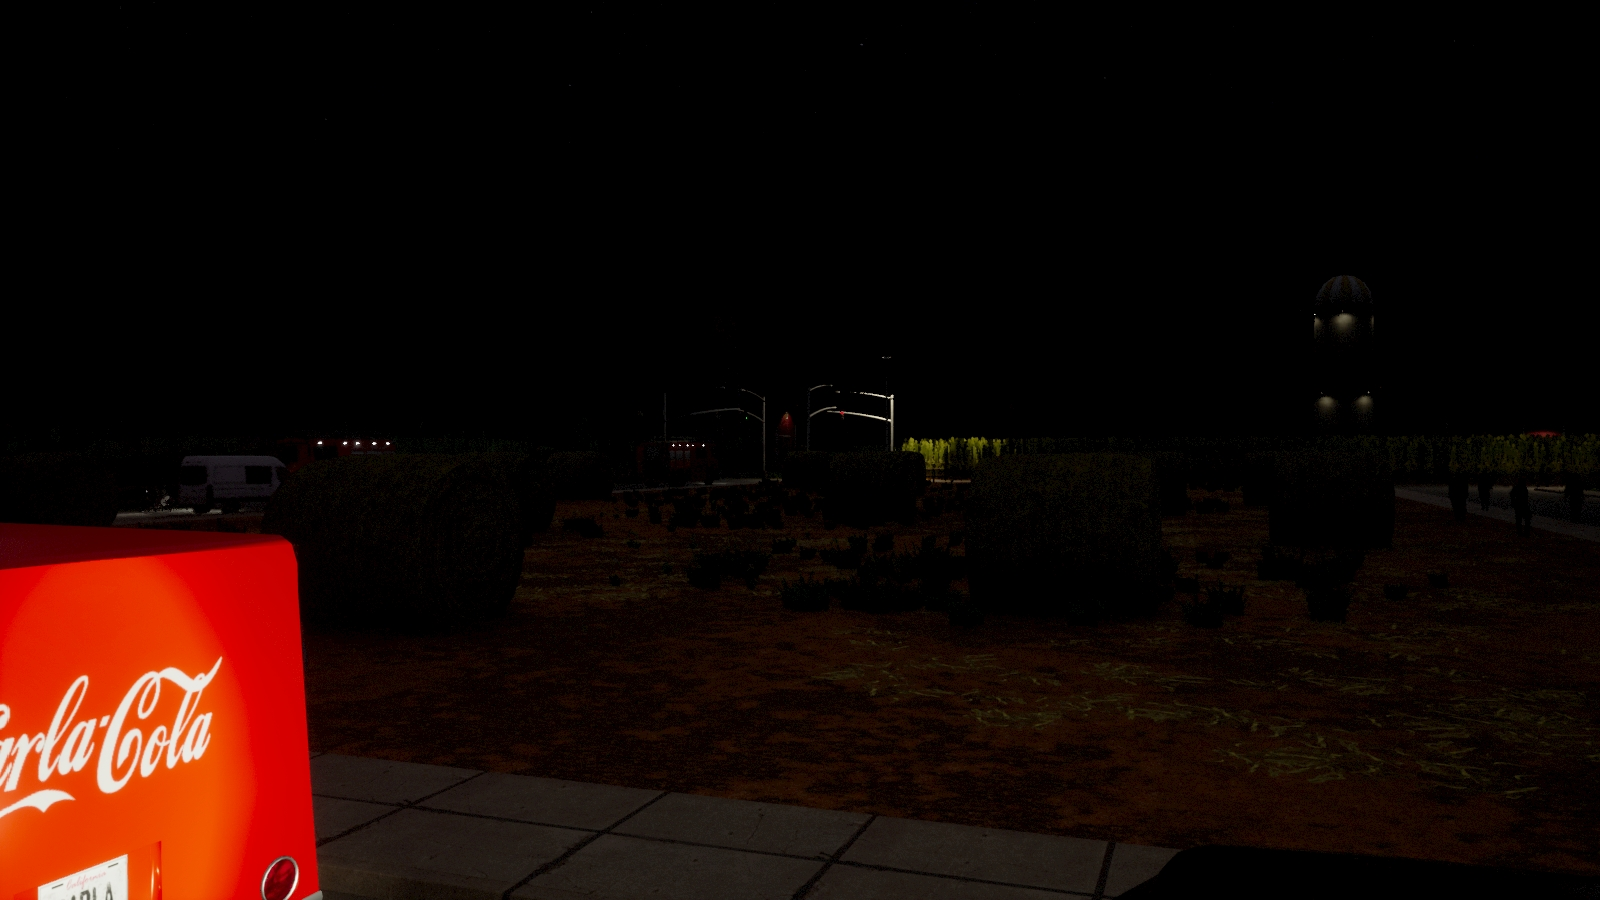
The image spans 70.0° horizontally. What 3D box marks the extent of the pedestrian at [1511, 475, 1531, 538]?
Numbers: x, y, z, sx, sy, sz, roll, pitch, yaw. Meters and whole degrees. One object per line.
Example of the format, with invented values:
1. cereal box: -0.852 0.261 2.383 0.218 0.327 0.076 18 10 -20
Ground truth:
1. pedestrian: 21.435 1.667 33.979 0.375 1.860 0.375 0 0 5

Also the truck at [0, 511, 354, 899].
1. truck: -5.033 1.572 5.132 5.204 2.467 2.627 0 0 20

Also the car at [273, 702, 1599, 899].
1. car: 1.269 1.906 2.870 4.553 1.767 2.097 0 0 20

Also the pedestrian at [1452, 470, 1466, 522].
1. pedestrian: 24.008 1.666 41.617 0.375 1.860 0.375 0 0 20

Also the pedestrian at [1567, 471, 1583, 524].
1. pedestrian: 27.350 1.664 40.313 0.375 1.860 0.375 0 0 19

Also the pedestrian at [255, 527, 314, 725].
1. pedestrian: -5.003 1.690 11.088 0.375 1.860 0.375 0 0 10
